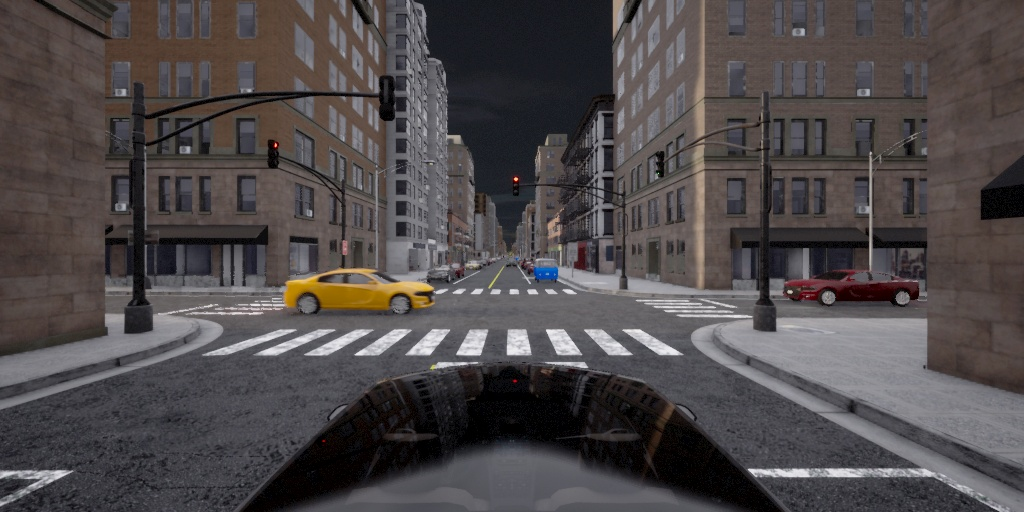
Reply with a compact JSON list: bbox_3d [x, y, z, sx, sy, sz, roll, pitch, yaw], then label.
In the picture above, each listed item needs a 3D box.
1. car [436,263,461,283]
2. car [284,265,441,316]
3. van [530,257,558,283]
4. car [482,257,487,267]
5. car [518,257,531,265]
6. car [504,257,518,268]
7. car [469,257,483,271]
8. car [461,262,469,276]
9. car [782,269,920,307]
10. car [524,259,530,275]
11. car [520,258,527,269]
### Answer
[{"bbox_3d":[-5.453,1.299,27.913,2.007,1.370,4.403,0,0,0],"label":"car"},{"bbox_3d":[-5.316,1.206,12.784,5.008,1.535,1.882,0,0,0],"label":"car"},{"bbox_3d":[2.572,1.089,27.942,1.690,1.789,3.998,0,0,0],"label":"van"},{"bbox_3d":[-5.522,1.306,56.323,1.948,1.339,4.313,0,0,0],"label":"car"},{"bbox_3d":[2.503,1.055,56.349,2.192,1.841,5.009,0,0,0],"label":"car"},{"bbox_3d":[-0.050,1.337,61.551,1.895,1.301,4.718,0,0,0],"label":"car"},{"bbox_3d":[-5.508,1.269,50.471,1.751,1.417,4.829,0,0,0],"label":"car"},{"bbox_3d":[-5.466,1.293,33.595,1.888,1.381,4.507,0,0,0],"label":"car"},{"bbox_3d":[14.781,1.326,15.813,5.008,1.535,1.882,0,0,1],"label":"car"},{"bbox_3d":[2.544,1.330,39.304,1.802,1.307,4.207,0,0,0],"label":"car"},{"bbox_3d":[2.516,1.326,50.667,1.802,1.307,4.207,0,0,0],"label":"car"}]
